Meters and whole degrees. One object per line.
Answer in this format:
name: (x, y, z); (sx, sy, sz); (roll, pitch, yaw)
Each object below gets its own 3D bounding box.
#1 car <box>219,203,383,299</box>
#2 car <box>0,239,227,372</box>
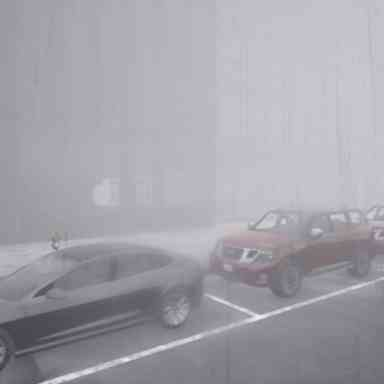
car: (2.829, 1.318, 8.663); (5.009, 1.841, 2.192); (0, 0, -36)
car: (-1.760, 1.567, 5.390); (4.313, 1.339, 1.947); (0, 0, -36)
